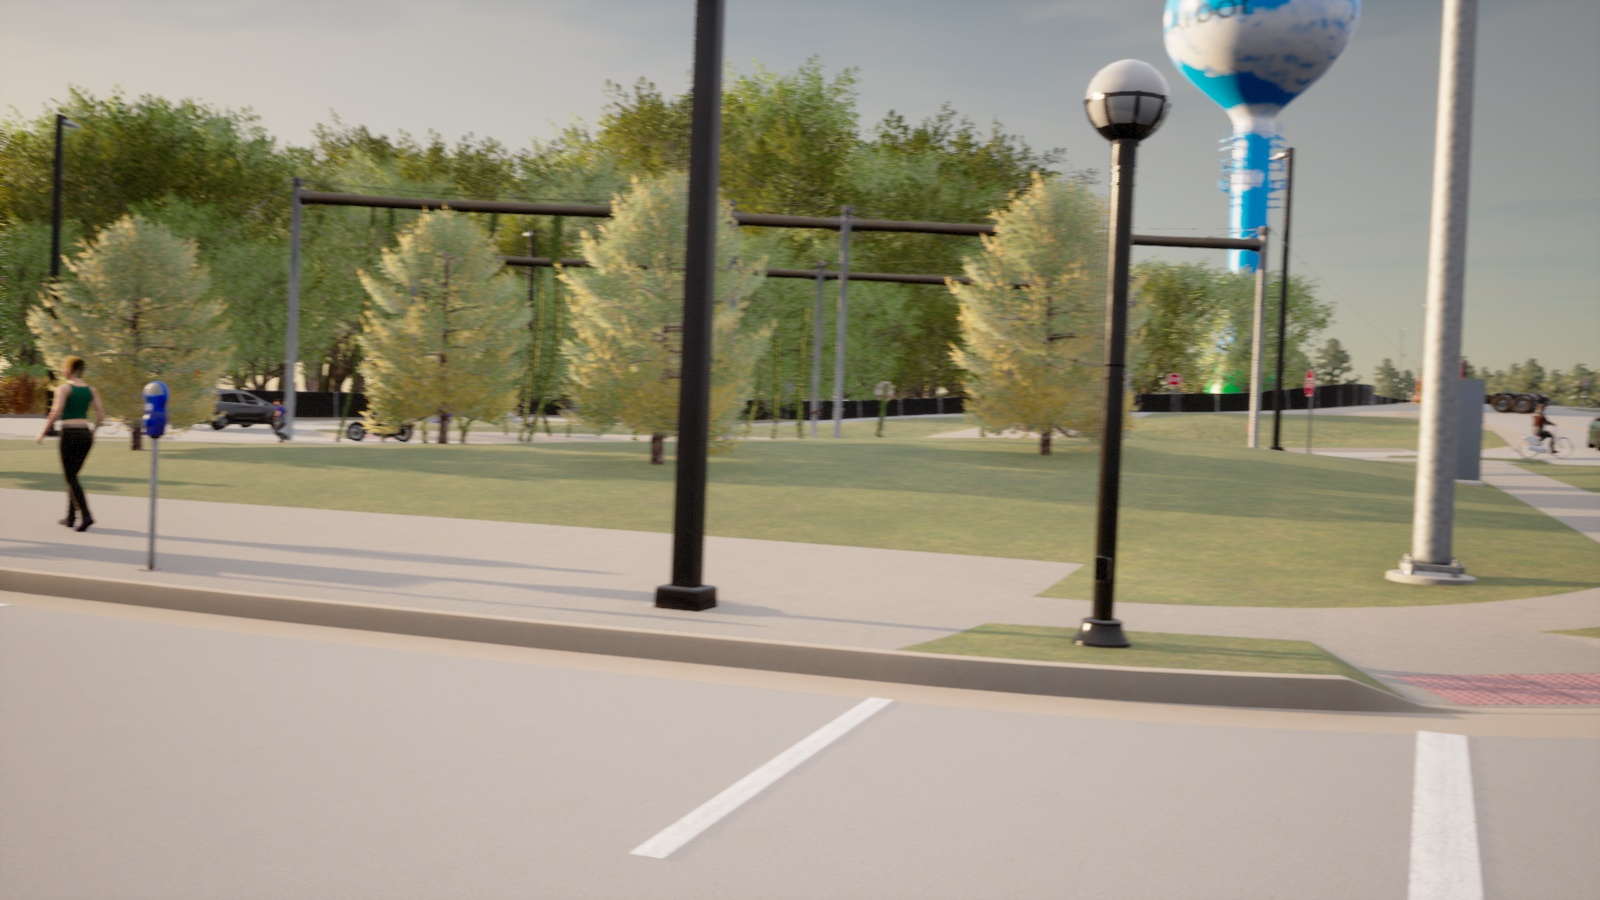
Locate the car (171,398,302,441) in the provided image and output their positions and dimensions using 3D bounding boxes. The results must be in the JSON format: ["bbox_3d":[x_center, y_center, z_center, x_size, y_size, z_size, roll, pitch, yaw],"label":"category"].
[{"bbox_3d":[-23.507,-1.309,52.573,2.242,1.667,4.611,2,2,26],"label":"car"}]

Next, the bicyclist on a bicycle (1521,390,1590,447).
[{"bbox_3d":[24.094,-0.993,40.051,1.843,1.776,0.659,-1,1,-5],"label":"bicyclist on a bicycle"}]

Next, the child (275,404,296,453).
[{"bbox_3d":[-13.581,-0.568,33.168,0.437,1.263,0.270,1,1,-3],"label":"child"}]

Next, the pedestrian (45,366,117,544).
[{"bbox_3d":[-7.563,0.044,13.218,0.594,1.836,0.345,2,1,22],"label":"pedestrian"}]

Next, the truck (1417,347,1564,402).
[{"bbox_3d":[45.665,-5.038,83.241,2.891,3.462,7.936,-4,6,-43],"label":"truck"}]

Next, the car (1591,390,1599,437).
[{"bbox_3d":[31.520,-1.382,47.563,2.097,1.767,4.553,2,4,26],"label":"car"}]

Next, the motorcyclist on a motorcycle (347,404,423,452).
[{"bbox_3d":[-14.446,-0.782,43.743,2.350,1.649,0.766,0,1,0],"label":"motorcyclist on a motorcycle"}]
